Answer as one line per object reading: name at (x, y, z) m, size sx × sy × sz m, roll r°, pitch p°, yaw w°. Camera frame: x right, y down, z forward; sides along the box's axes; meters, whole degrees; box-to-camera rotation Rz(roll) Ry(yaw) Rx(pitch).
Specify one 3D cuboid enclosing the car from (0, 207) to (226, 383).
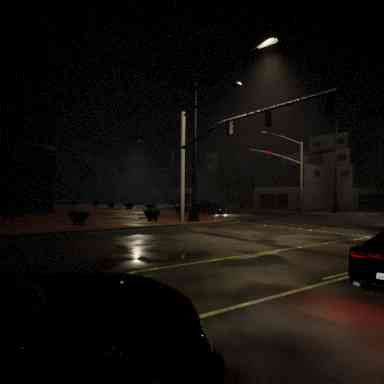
car at (-2.361, 1.222, 2.060) m, size 5.566 × 2.045 × 2.150 m, roll 0°, pitch 0°, yaw -36°

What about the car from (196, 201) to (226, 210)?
car at (1.757, 1.646, 36.105) m, size 1.994 × 1.385 × 4.181 m, roll 1°, pitch -1°, yaw -35°

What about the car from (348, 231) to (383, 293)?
car at (5.718, 1.494, 7.862) m, size 5.008 × 1.535 × 1.882 m, roll 0°, pitch 0°, yaw -35°
